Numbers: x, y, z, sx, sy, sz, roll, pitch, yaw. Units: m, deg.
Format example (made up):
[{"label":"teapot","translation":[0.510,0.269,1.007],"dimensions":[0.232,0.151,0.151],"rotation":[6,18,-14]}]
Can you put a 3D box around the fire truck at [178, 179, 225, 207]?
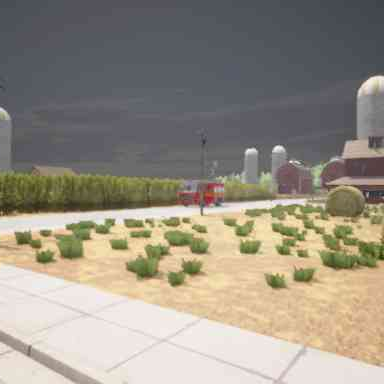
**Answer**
[{"label":"fire truck","translation":[1.554,0.146,47.100],"dimensions":[2.891,3.827,8.468],"rotation":[1,0,33]}]
